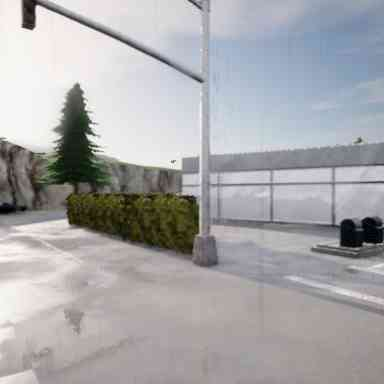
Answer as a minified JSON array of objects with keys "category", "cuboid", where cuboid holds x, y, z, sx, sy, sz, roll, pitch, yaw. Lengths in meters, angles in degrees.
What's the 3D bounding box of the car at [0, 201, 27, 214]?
[{"category":"car","cuboid":[-18.762,1.595,32.486,1.895,1.301,4.718,0,0,27]}]
